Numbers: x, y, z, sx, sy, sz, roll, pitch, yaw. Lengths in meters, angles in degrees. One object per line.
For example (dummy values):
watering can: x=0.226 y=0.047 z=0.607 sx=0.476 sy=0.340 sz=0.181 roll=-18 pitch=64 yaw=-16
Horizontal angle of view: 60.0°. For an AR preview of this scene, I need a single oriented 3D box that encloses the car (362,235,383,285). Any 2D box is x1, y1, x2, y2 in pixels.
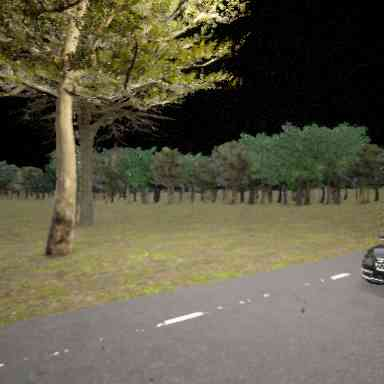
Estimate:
car: x=6.138 y=1.487 z=8.259 sx=4.892 sy=1.490 sz=1.837 roll=0 pitch=0 yaw=-35
